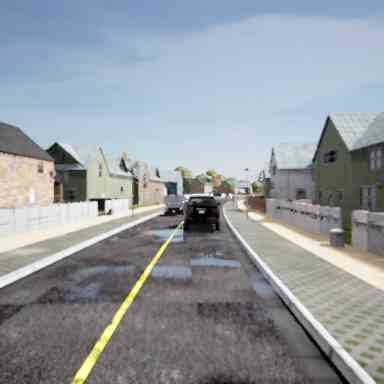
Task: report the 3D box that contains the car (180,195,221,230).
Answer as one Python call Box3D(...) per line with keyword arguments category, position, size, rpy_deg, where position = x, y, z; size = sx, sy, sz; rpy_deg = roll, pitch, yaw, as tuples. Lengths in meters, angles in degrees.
Box3D(category="car", position=(0.679, 1.228, 21.478), size=(2.150, 2.045, 5.566), rpy_deg=(0, 0, 3))

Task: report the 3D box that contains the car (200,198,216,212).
Box3D(category="car", position=(1.983, 1.537, 40.018), size=(1.812, 1.442, 4.674), rpy_deg=(0, 0, 5))

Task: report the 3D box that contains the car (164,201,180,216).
Box3D(category="car", position=(-1.533, 1.607, 32.441), size=(1.994, 1.385, 4.181), rpy_deg=(0, 0, 4))
